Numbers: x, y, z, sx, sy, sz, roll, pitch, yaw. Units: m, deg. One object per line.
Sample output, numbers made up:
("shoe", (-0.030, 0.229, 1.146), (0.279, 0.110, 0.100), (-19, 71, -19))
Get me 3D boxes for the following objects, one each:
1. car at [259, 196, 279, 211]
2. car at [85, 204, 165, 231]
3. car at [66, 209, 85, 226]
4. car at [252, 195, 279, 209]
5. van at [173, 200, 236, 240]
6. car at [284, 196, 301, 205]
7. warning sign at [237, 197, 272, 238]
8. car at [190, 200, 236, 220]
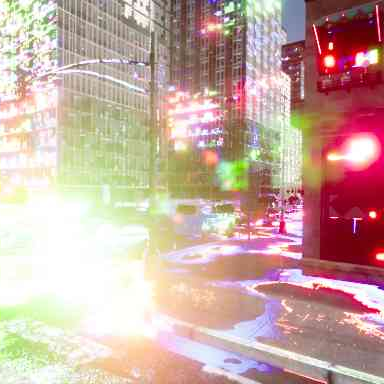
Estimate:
("car", (8.168, 1.380, 37.535), (1.882, 1.535, 5.008), (1, 1, 35))
("car", (-3.867, 1.541, 20.522), (1.895, 1.301, 4.718), (1, 1, 35))
("car", (-6.084, 1.467, 21.871), (1.947, 1.339, 4.313), (1, 1, 35))
("car", (9.876, 1.294, 44.465), (1.967, 1.590, 4.097), (1, 1, 35))
("van", (0.764, 1.368, 17.034), (1.690, 1.788, 3.998), (1, 1, 35))
("car", (16.161, 1.364, 53.365), (1.752, 1.417, 4.829), (1, 1, 35))
("warning sign", (3.048, 1.177, 16.147), (1.300, 1.860, 1.060), (1, 1, 35))
("car", (1.900, 1.447, 28.684), (1.812, 1.442, 4.674), (1, 1, 35))
